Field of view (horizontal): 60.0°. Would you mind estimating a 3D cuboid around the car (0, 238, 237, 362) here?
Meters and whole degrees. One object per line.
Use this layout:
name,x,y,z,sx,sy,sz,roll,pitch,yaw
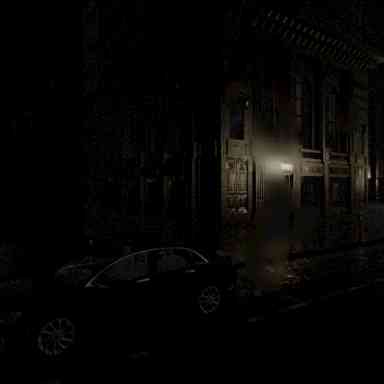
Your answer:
car,-1.172,1.550,5.810,4.403,1.369,2.008,0,0,-35
